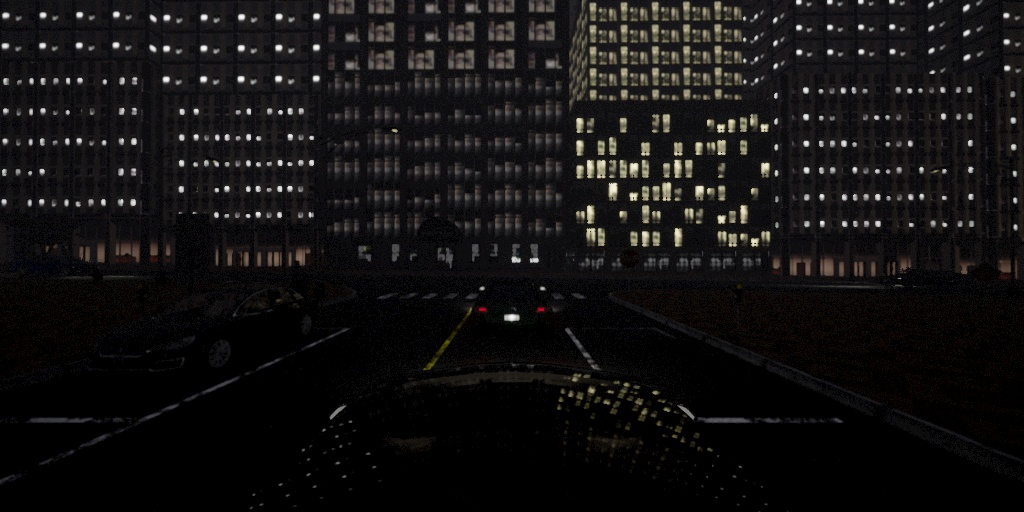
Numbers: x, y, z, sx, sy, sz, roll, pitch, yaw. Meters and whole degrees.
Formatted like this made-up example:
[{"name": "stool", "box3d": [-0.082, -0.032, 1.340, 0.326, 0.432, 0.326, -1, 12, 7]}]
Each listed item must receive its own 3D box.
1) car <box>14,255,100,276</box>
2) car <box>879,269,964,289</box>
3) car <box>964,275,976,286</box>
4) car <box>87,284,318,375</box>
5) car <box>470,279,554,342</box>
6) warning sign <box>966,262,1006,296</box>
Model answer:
[{"name": "car", "box3d": [-34.022, 0.705, 26.917, 5.008, 1.535, 1.882, 1, -1, 1]}, {"name": "car", "box3d": [33.200, 1.842, 29.499, 4.902, 1.511, 2.128, 1, -1, 1]}, {"name": "car", "box3d": [38.629, 2.021, 32.669, 5.357, 1.411, 2.033, 1, -1, 1]}, {"name": "car", "box3d": [-5.817, 1.305, 7.477, 2.007, 1.370, 4.403, 0, 0, 0]}, {"name": "car", "box3d": [0.010, 1.321, 9.861, 1.994, 1.385, 4.181, 0, 0, 0]}, {"name": "warning sign", "box3d": [26.603, 1.258, 20.134, 1.060, 1.860, 1.300, 0, 0, 1]}]
